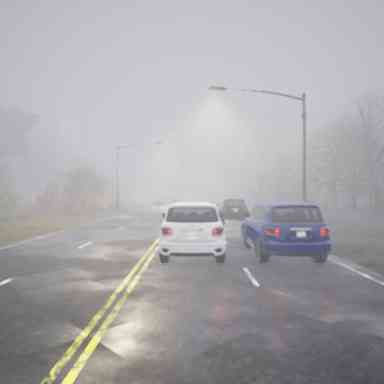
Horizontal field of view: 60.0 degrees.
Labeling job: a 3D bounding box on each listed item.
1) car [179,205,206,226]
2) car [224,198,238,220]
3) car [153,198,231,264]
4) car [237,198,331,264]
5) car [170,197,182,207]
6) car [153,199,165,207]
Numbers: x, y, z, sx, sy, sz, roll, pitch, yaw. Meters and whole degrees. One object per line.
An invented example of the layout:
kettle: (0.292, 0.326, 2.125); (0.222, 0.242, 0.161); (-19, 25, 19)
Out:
car: (0.027, 1.850, 27.502); (2.033, 1.411, 5.357); (0, -1, 0)
car: (3.273, 1.525, 27.529); (2.150, 2.045, 5.566); (0, 0, 0)
car: (0.018, 1.364, 12.552); (2.150, 2.045, 5.566); (0, 0, 0)
car: (3.262, 1.360, 12.559); (2.150, 2.045, 5.566); (0, 0, 0)
car: (-3.217, 1.947, 66.185); (2.097, 1.767, 4.553); (0, 0, 0)
car: (-6.467, 2.153, 66.126); (1.994, 1.385, 4.181); (0, 0, 0)
